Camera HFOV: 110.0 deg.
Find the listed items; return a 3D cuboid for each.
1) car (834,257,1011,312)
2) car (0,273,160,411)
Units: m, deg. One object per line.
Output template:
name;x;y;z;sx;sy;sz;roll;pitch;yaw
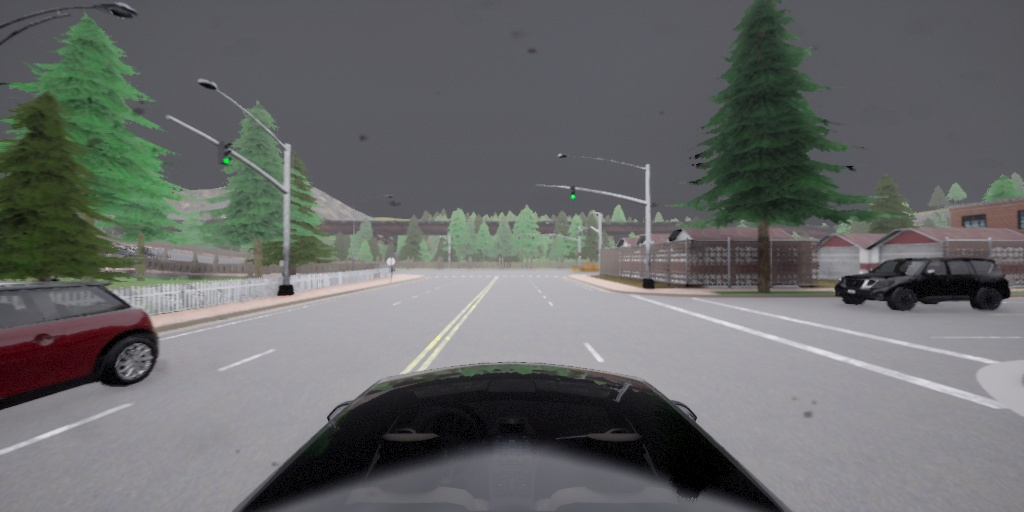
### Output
car;16.483;1.082;14.563;5.566;2.045;2.150;0;-1;-1
car;-7.000;1.129;4.074;2.097;1.767;4.553;0;-1;0
